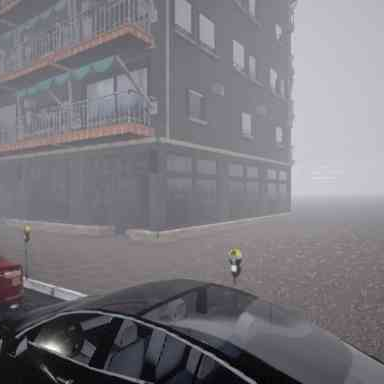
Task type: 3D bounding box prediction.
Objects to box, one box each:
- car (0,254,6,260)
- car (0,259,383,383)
[{"bbox_3d":[-5.063,1.545,6.470,4.507,1.381,1.887,0,0,35],"label":"car"},{"bbox_3d":[-0.469,1.566,3.205,4.313,1.339,1.947,0,0,35],"label":"car"}]
